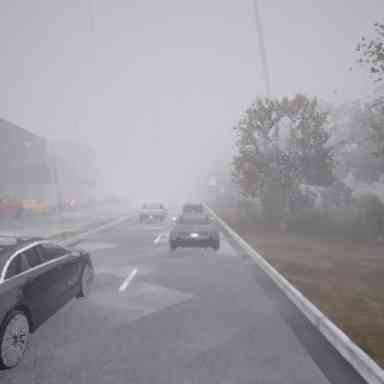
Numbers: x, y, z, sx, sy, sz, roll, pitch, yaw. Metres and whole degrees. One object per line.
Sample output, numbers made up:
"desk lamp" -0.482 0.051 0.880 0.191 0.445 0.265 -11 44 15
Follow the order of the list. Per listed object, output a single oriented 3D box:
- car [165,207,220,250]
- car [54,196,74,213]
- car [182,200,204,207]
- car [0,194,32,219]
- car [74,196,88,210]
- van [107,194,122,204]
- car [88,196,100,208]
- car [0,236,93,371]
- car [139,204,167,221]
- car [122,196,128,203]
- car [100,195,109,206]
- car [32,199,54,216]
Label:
"car" 0.095 1.577 14.358 1.994 1.385 4.181 0 0 0
"car" -15.499 1.488 37.300 2.231 1.521 4.892 0 0 0
"car" 0.087 1.506 31.846 1.882 1.535 5.008 0 0 0
"car" -15.467 1.223 26.341 2.435 2.045 5.566 0 0 0
"car" -15.514 1.367 42.850 2.185 1.767 4.553 0 0 0
"van" -15.577 1.292 64.928 1.878 1.987 4.442 0 0 0
"car" -15.530 1.374 48.376 2.185 1.767 4.553 0 0 0
"car" -3.152 1.497 5.658 2.128 1.511 4.902 0 0 0
"car" -3.160 1.626 27.786 1.895 1.301 4.718 0 0 0
"car" -15.595 1.554 70.540 2.163 1.488 4.792 0 0 0
"car" -15.546 1.546 53.997 2.002 1.452 4.674 0 0 0
"car" -15.483 1.480 31.774 2.097 1.535 5.008 0 0 0
